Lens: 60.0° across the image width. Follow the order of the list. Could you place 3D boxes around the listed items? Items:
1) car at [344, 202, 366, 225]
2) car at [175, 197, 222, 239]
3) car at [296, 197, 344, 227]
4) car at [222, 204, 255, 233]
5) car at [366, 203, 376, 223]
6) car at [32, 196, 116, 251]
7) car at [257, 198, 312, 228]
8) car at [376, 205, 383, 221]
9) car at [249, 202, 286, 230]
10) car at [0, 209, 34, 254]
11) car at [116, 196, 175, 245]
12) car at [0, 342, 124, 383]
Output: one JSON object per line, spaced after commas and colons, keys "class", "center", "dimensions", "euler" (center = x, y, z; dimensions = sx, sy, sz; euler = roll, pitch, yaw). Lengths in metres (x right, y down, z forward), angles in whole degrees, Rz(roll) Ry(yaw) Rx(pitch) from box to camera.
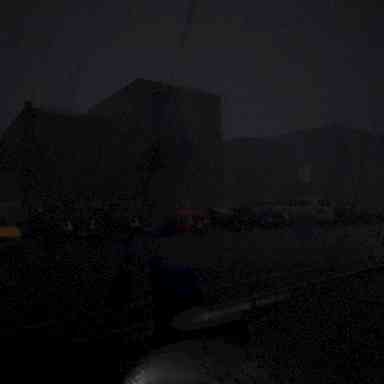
{"class": "car", "center": [9.958, 1.467, 26.000], "dimensions": [2.435, 2.045, 5.566], "euler": [1, -1, -36]}
{"class": "car", "center": [-1.248, 1.281, 17.980], "dimensions": [2.435, 2.045, 5.566], "euler": [1, 0, -36]}
{"class": "car", "center": [7.683, 1.423, 24.442], "dimensions": [2.435, 2.045, 5.566], "euler": [1, -1, -36]}
{"class": "car", "center": [0.979, 1.557, 19.602], "dimensions": [2.097, 1.535, 5.008], "euler": [1, 0, -36]}
{"class": "car", "center": [12.200, 1.636, 27.602], "dimensions": [2.185, 1.767, 4.553], "euler": [1, -1, -36]}
{"class": "car", "center": [-5.729, 1.247, 14.773], "dimensions": [2.435, 2.045, 5.566], "euler": [0, 0, -36]}
{"class": "car", "center": [5.439, 1.505, 22.840], "dimensions": [2.185, 1.767, 4.553], "euler": [1, -1, -36]}
{"class": "car", "center": [16.557, 1.845, 30.987], "dimensions": [1.946, 1.575, 5.366], "euler": [1, -1, -36]}
{"class": "car", "center": [3.196, 1.622, 21.232], "dimensions": [2.163, 1.488, 4.792], "euler": [1, -1, -36]}
{"class": "car", "center": [-7.876, 1.486, 13.043], "dimensions": [1.946, 1.575, 5.366], "euler": [0, 0, -36]}
{"class": "car", "center": [-3.486, 1.258, 16.378], "dimensions": [2.435, 2.045, 5.566], "euler": [0, 0, -36]}
{"class": "car", "center": [-2.202, 1.565, 1.564], "dimensions": [4.181, 1.385, 1.994], "euler": [0, 0, -35]}
